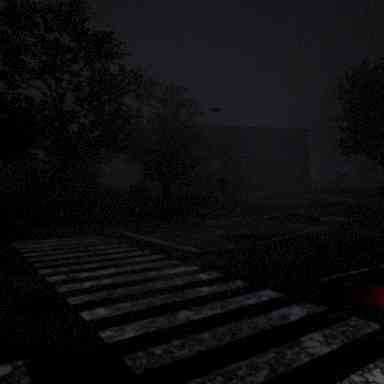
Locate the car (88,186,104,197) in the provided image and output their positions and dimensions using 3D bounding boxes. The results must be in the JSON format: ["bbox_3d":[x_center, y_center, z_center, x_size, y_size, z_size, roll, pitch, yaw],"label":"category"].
[{"bbox_3d":[-13.753,-0.032,53.595,2.435,2.045,5.566,-1,2,16],"label":"car"}]

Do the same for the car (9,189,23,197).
[{"bbox_3d":[-35.047,0.298,69.824,2.097,1.535,5.008,0,2,18],"label":"car"}]

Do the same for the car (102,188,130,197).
[{"bbox_3d":[-11.336,0.179,51.881,2.231,1.521,4.892,-1,2,16],"label":"car"}]

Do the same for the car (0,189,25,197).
[{"bbox_3d":[-39.760,0.226,73.340,1.946,1.575,5.366,0,3,19],"label":"car"}]

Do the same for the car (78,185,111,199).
[{"bbox_3d":[-16.141,0.005,55.414,2.435,2.045,5.566,-2,1,16],"label":"car"}]

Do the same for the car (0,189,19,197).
[{"bbox_3d":[-42.012,0.182,75.383,2.097,1.535,5.008,0,3,19],"label":"car"}]

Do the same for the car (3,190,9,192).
[{"bbox_3d":[-37.396,0.136,71.633,2.185,1.767,4.553,0,2,18],"label":"car"}]
